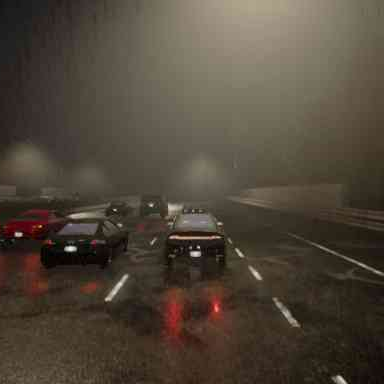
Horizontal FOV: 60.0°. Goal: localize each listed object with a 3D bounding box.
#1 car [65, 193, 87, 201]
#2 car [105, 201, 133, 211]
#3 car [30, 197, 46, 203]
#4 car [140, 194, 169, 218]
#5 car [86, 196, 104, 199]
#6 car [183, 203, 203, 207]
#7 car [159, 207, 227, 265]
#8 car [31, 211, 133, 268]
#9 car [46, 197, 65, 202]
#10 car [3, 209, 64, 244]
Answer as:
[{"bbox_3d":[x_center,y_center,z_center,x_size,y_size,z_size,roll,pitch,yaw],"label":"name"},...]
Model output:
[{"bbox_3d":[-21.021,1.245,61.685,2.150,2.045,5.566,0,0,0],"label":"car"},{"bbox_3d":[-6.904,1.569,31.865,1.994,1.385,4.181,0,0,0],"label":"car"},{"bbox_3d":[-28.016,1.575,61.080,1.994,1.385,4.181,0,0,0],"label":"car"},{"bbox_3d":[-3.401,1.226,30.421,2.150,2.045,5.566,0,0,0],"label":"car"},{"bbox_3d":[-17.526,1.520,61.785,1.837,1.490,4.892,0,0,0],"label":"car"},{"bbox_3d":[0.097,1.605,29.797,1.895,1.301,4.718,0,0,0],"label":"car"},{"bbox_3d":[0.098,1.490,11.594,2.128,1.511,4.902,0,0,0],"label":"car"},{"bbox_3d":[-3.401,1.562,11.330,1.994,1.385,4.181,0,0,0],"label":"car"},{"bbox_3d":[-24.518,1.621,61.202,1.895,1.301,4.718,0,0,0],"label":"car"},{"bbox_3d":[-6.902,1.524,15.539,1.812,1.442,4.674,0,0,0],"label":"car"}]
